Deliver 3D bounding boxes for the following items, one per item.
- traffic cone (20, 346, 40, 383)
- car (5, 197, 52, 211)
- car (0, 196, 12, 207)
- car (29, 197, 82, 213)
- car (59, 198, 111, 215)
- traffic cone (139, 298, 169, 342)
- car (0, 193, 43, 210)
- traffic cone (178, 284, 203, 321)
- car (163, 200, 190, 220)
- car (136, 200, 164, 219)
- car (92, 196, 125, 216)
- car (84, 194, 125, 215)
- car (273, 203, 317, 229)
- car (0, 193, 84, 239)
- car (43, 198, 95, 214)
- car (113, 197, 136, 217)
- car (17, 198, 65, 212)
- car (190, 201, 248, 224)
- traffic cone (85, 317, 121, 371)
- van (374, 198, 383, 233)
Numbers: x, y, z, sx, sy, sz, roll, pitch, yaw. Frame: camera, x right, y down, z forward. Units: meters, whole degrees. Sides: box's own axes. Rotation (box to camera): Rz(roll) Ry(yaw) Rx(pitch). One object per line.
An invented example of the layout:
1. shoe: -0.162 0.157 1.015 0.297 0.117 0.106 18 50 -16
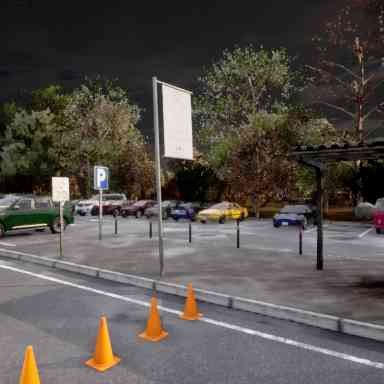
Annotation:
1. traffic cone: -1.747 1.957 3.575 0.340 0.580 0.340 0 0 35
2. car: -20.196 1.452 41.306 2.163 1.488 4.792 0 0 35
3. car: -29.185 1.332 47.823 1.946 1.575 5.366 1 0 35
4. car: -15.563 1.444 38.236 1.946 1.575 5.366 0 0 35
5. car: -11.129 1.461 34.884 2.231 1.521 4.892 0 0 35
6. traffic cone: -0.596 1.957 5.207 0.340 0.580 0.340 0 0 35
7. car: -22.496 1.153 42.855 2.435 2.045 5.566 0 0 35
8. traffic cone: -0.021 1.957 6.023 0.340 0.580 0.340 0 0 36
9. car: 0.240 1.504 26.927 2.163 1.488 4.792 0 0 35
10. car: -2.042 1.473 28.506 2.231 1.521 4.892 0 0 35
11. car: -6.583 1.466 31.699 2.097 1.535 5.008 0 0 35
12. car: -8.873 1.212 33.269 2.435 2.045 5.566 0 0 35
13. car: 7.017 1.513 22.088 2.163 1.488 4.792 0 0 35
14. car: -8.877 1.221 17.280 2.435 2.045 5.566 0 0 35
15. car: -13.401 1.455 36.483 2.097 1.535 5.008 0 0 35
16. car: -4.313 1.469 30.102 2.097 1.535 5.008 0 0 35
17. car: -17.953 1.469 39.657 2.163 1.488 4.792 0 0 35
18. car: 2.387 1.475 25.155 1.946 1.575 5.366 0 0 35
19. traffic cone: -1.172 1.957 4.391 0.340 0.580 0.340 0 0 35
20. van: 11.641 1.264 19.013 1.878 1.987 4.442 0 0 35
